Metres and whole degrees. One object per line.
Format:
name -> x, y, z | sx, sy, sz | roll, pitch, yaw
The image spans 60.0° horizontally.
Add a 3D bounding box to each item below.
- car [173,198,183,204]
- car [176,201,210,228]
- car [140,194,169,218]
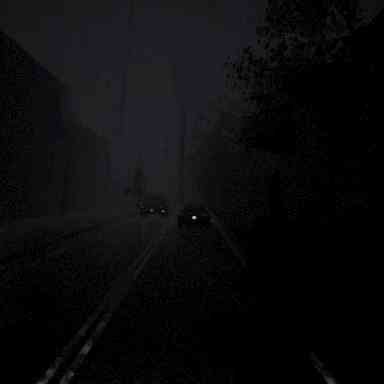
car -> -2.983, 1.921, 70.911 | 1.994, 1.385, 4.181 | 0, -1, 0
car -> 0.132, 1.483, 21.592 | 1.994, 1.385, 4.181 | 0, 0, 0
car -> -3.294, 1.159, 30.107 | 2.150, 2.045, 5.566 | 0, 0, 0
